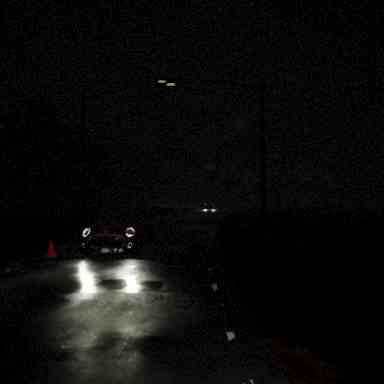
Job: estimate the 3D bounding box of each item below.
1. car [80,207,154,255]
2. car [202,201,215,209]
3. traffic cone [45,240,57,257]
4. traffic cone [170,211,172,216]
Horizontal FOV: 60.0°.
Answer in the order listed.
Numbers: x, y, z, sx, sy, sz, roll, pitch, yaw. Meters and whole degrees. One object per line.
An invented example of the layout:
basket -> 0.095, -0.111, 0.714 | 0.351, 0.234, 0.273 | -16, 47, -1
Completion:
car -> -2.902, 1.442, 13.682 | 2.097, 1.767, 4.553 | -1, -1, 2
car -> 3.204, 2.530, 65.812 | 2.097, 1.767, 4.553 | -1, -2, -5
traffic cone -> -5.158, 2.060, 12.190 | 0.340, 0.580, 0.340 | -1, 0, 1
traffic cone -> -2.417, 2.445, 37.507 | 0.340, 0.580, 0.340 | -1, -1, 11
